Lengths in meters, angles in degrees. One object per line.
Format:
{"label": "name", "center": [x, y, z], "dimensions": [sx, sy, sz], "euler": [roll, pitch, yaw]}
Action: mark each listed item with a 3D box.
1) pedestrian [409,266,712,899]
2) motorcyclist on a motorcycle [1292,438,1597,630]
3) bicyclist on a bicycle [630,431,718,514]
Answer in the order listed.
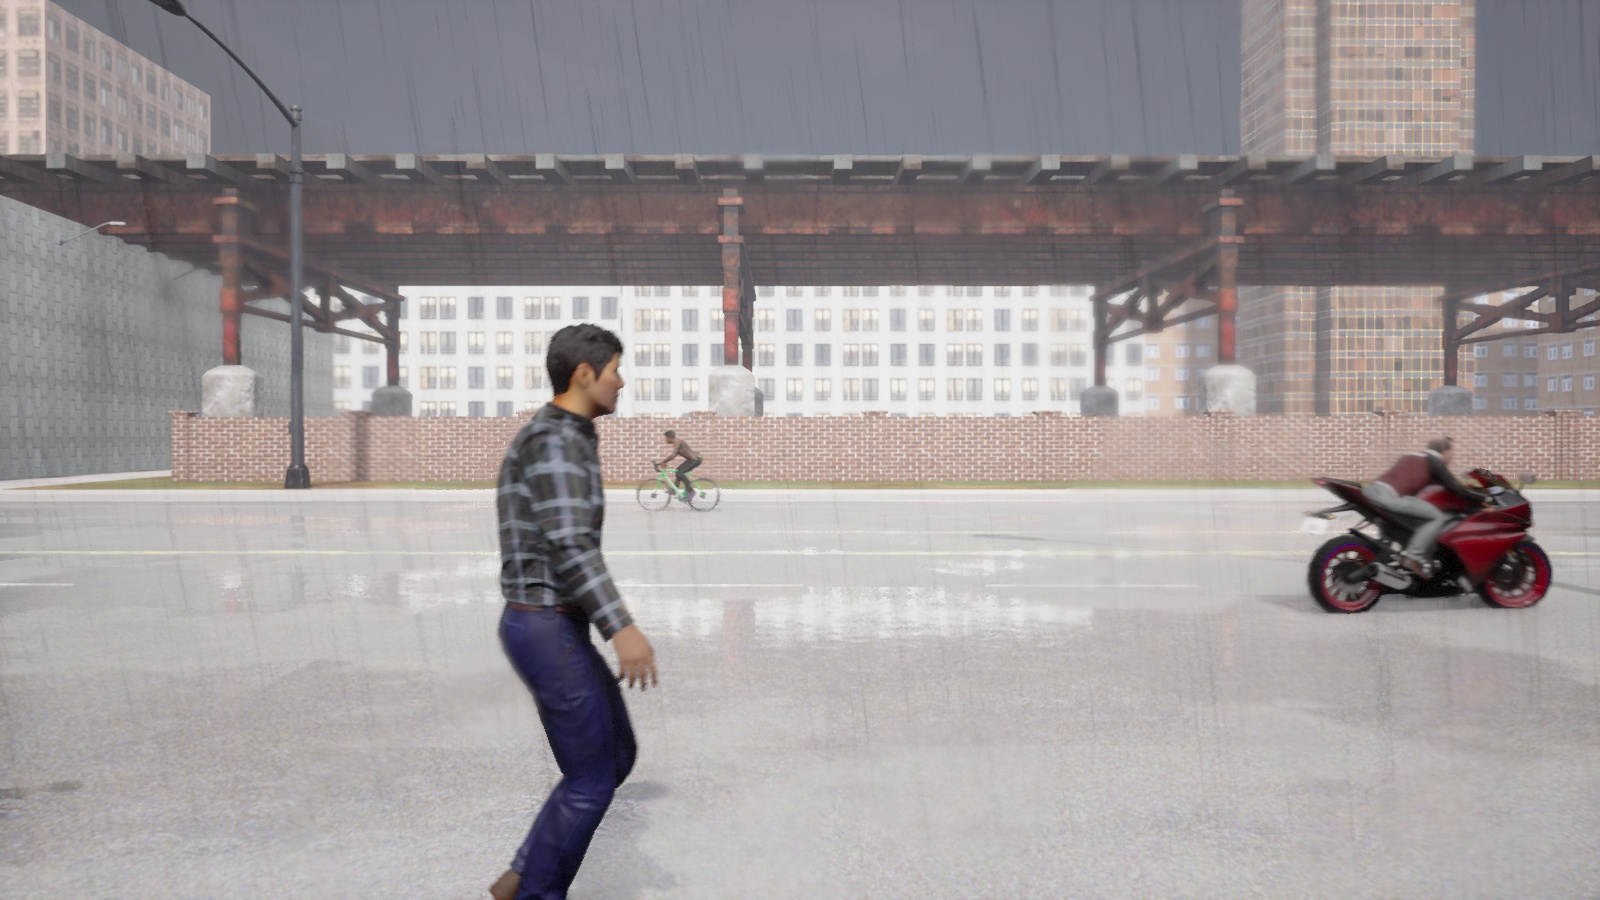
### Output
{"label": "pedestrian", "center": [-0.677, 0.501, 3.528], "dimensions": [0.788, 1.949, 0.423], "euler": [0, 1, -15]}
{"label": "motorcyclist on a motorcycle", "center": [5.440, 0.671, 10.672], "dimensions": [2.191, 1.530, 0.866], "euler": [0, 2, -9]}
{"label": "bicyclist on a bicycle", "center": [-2.479, 0.433, 24.742], "dimensions": [1.656, 1.620, 0.582], "euler": [0, 1, 1]}
